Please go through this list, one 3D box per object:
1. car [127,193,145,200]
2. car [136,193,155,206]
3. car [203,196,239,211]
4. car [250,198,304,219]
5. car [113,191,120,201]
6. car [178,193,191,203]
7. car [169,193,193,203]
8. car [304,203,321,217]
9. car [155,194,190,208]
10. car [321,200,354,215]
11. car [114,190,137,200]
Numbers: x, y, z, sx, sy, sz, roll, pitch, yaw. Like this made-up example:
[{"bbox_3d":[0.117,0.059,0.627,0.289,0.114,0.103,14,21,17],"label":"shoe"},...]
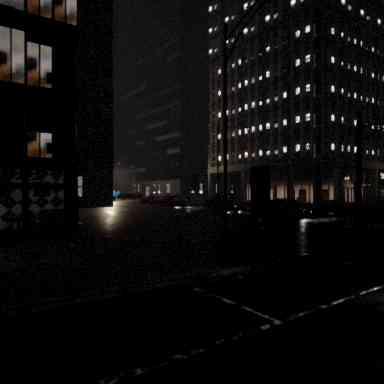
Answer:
[{"bbox_3d":[-11.498,0.856,67.799,1.947,1.339,4.313,1,0,-36],"label":"car"},{"bbox_3d":[-5.425,1.088,45.011,1.752,1.417,4.829,1,0,-33],"label":"car"},{"bbox_3d":[3.164,1.183,36.463,2.128,1.511,4.902,0,1,-32],"label":"car"},{"bbox_3d":[6.417,1.394,26.558,1.802,1.307,4.206,1,0,-32],"label":"car"},{"bbox_3d":[-14.969,0.914,58.893,1.887,1.381,4.507,1,0,-35],"label":"car"},{"bbox_3d":[-2.444,1.051,45.176,1.882,1.535,5.008,0,1,-34],"label":"car"},{"bbox_3d":[-1.855,0.918,54.351,1.967,1.590,4.097,1,0,-35],"label":"car"},{"bbox_3d":[8.182,1.303,28.499,1.837,1.490,4.892,0,1,-32],"label":"car"},{"bbox_3d":[-2.477,1.206,40.515,1.802,1.307,4.206,1,0,-33],"label":"car"},{"bbox_3d":[13.037,1.369,31.249,1.802,1.307,4.206,1,0,-32],"label":"car"},{"bbox_3d":[-13.275,0.779,65.980,1.882,1.535,5.008,0,1,-36],"label":"car"}]
